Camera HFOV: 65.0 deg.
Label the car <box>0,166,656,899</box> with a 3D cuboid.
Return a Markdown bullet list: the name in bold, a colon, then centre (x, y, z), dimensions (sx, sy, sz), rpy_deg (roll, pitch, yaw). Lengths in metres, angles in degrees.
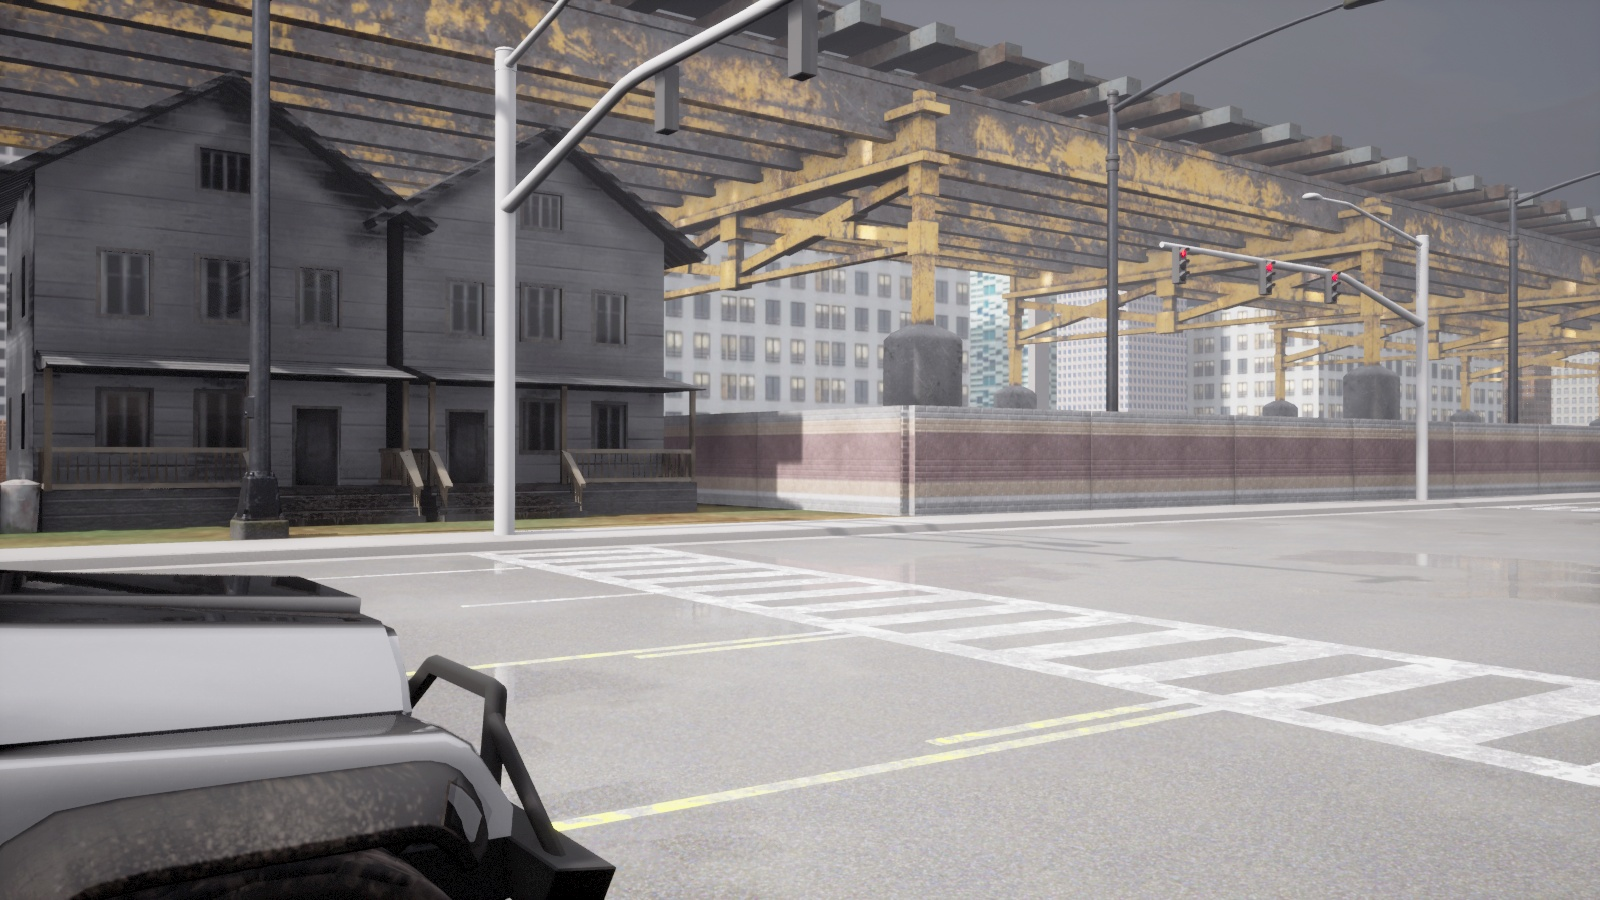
- **car**: centre (-2.398, 0.551, 1.999), dimensions (3.866, 1.878, 1.905), rpy_deg (0, 0, -34)

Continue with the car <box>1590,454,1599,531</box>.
- **car**: centre (17.304, 0.793, 24.223), dimensions (4.674, 1.442, 1.812), rpy_deg (0, 0, -35)
